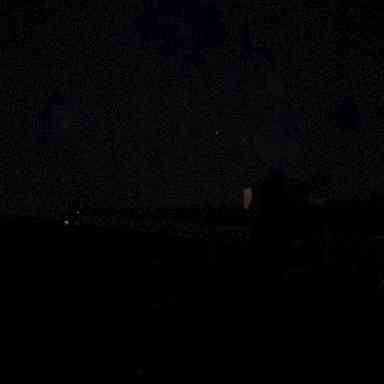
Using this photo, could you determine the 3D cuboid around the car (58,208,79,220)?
[{"bbox_3d":[-18.563,3.166,50.047,2.097,1.767,4.553,-3,0,-35],"label":"car"}]
